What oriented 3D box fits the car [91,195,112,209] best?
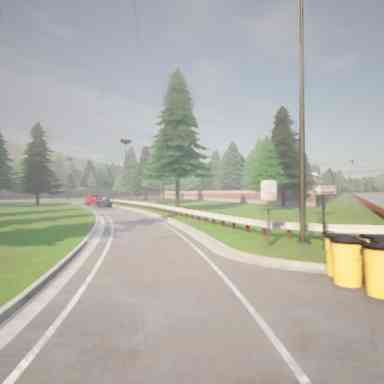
[{"bbox_3d":[-12.832,1.564,48.268,2.128,1.511,4.902,0,0,-25],"label":"car"}]

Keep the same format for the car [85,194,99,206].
[{"bbox_3d":[-17.161,1.316,57.709,2.150,2.045,5.566,0,0,-25],"label":"car"}]
